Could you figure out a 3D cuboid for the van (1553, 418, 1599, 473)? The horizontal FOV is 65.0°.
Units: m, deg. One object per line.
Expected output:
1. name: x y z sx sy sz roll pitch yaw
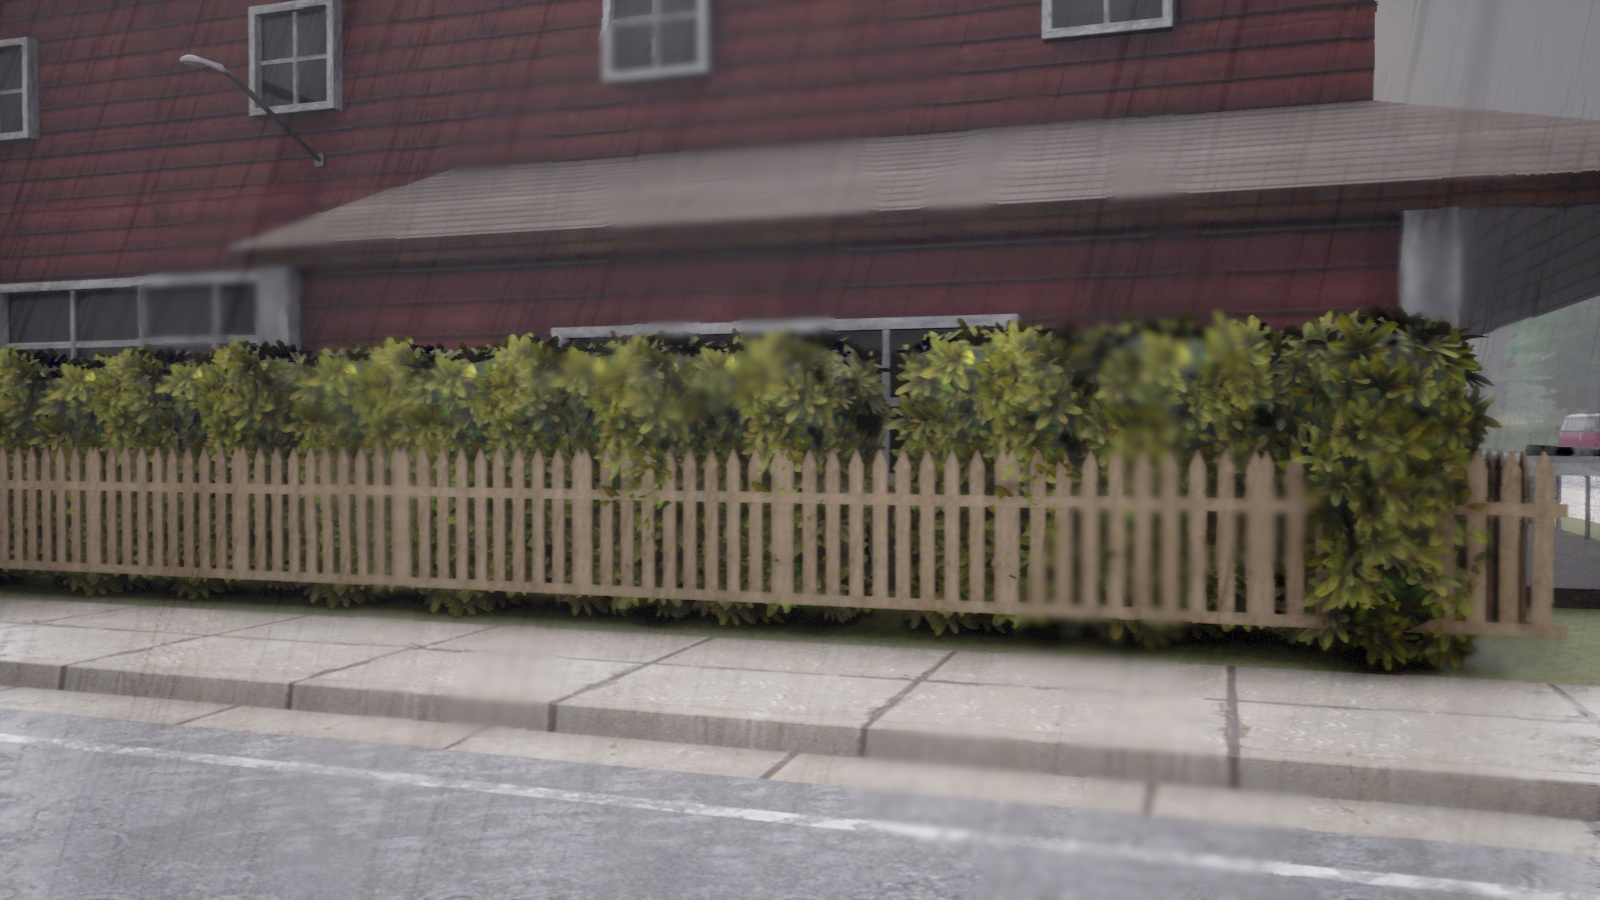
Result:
1. van: 30.150 -0.182 47.618 1.775 1.987 4.442 1 1 19
